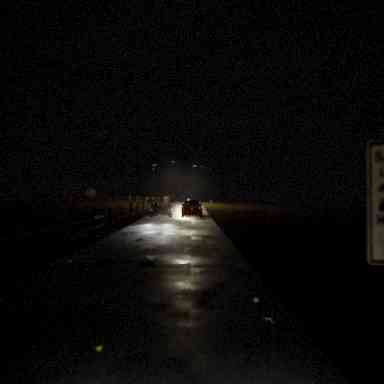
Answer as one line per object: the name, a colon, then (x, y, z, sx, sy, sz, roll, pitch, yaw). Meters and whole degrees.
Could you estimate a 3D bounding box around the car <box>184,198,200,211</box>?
car: (0.009, 1.660, 45.685, 2.128, 1.511, 4.902, 0, 0, 0)

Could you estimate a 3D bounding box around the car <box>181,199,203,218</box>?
car: (-0.012, 1.563, 33.144, 2.097, 1.767, 4.553, 0, 0, 0)

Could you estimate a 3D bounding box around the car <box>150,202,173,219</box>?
car: (-2.761, 1.615, 30.852, 1.895, 1.301, 4.718, 0, 0, 0)
